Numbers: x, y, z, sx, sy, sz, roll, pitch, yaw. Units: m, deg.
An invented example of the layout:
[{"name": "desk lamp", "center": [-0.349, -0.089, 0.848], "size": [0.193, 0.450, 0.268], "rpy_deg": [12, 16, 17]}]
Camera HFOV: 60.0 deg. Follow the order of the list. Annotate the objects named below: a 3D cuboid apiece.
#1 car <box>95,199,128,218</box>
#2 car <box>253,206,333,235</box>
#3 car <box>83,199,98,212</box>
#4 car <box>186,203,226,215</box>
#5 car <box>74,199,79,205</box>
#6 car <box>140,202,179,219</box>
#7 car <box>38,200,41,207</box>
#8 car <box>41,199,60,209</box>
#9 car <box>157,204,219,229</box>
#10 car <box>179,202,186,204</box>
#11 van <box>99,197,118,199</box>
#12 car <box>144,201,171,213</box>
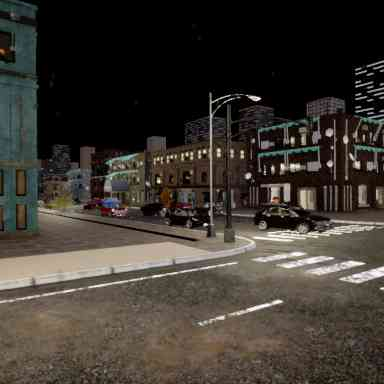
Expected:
[{"name": "car", "center": [-8.289, 1.846, 35.183], "size": [1.967, 1.590, 4.097], "rpy_deg": [-1, 0, -35]}, {"name": "car", "center": [5.920, 1.632, 19.999], "size": [1.837, 1.490, 4.892], "rpy_deg": [-1, -1, -38]}, {"name": "car", "center": [-14.253, 2.101, 48.180], "size": [1.994, 1.385, 4.181], "rpy_deg": [-1, 0, -35]}, {"name": "car", "center": [1.751, 1.810, 35.512], "size": [2.008, 1.369, 4.403], "rpy_deg": [-2, 0, -35]}, {"name": "car", "center": [-27.043, 2.364, 76.163], "size": [1.947, 1.339, 4.313], "rpy_deg": [-1, 0, -35]}, {"name": "car", "center": [-3.591, 1.855, 33.057], "size": [1.812, 1.442, 4.674], "rpy_deg": [-1, 0, -35]}, {"name": "car", "center": [-30.682, 2.376, 66.802], "size": [2.008, 1.369, 4.403], "rpy_deg": [-1, 0, -35]}, {"name": "car", "center": [-24.185, 2.233, 57.628], "size": [1.752, 1.417, 4.829], "rpy_deg": [-1, 0, -35]}, {"name": "car", "center": [-0.364, 1.815, 23.789], "size": [1.947, 1.339, 4.313], "rpy_deg": [-1, 0, -35]}, {"name": "car", "center": [-1.448, 1.904, 40.029], "size": [1.802, 1.307, 4.206], "rpy_deg": [-2, 0, -35]}, {"name": "van", "center": [-14.251, 1.907, 58.096], "size": [1.690, 1.788, 3.998], "rpy_deg": [-1, 0, -35]}, {"name": "car", "center": [-4.646, 1.966, 44.545], "size": [1.802, 1.307, 4.206], "rpy_deg": [-1, 0, -35]}]
